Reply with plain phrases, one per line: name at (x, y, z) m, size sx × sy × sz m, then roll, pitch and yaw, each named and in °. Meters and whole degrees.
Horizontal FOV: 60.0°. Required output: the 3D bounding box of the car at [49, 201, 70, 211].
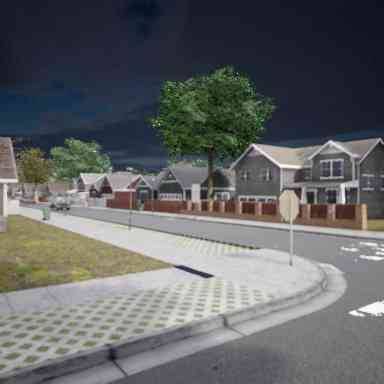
car at (-18.730, 1.905, 46.878) m, size 2.033 × 1.411 × 5.357 m, roll 0°, pitch -1°, yaw -35°

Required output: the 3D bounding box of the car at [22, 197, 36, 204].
car at (-39.513, 2.213, 81.170) m, size 1.994 × 1.385 × 4.181 m, roll 0°, pitch -1°, yaw -35°
